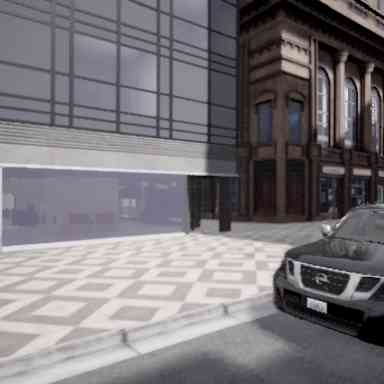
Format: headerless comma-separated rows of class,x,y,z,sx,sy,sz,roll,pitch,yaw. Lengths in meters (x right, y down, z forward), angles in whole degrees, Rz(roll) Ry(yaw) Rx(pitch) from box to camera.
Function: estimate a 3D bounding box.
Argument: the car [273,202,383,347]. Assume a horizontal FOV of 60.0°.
car,3.982,1.220,6.220,5.566,2.045,2.150,0,0,-35
